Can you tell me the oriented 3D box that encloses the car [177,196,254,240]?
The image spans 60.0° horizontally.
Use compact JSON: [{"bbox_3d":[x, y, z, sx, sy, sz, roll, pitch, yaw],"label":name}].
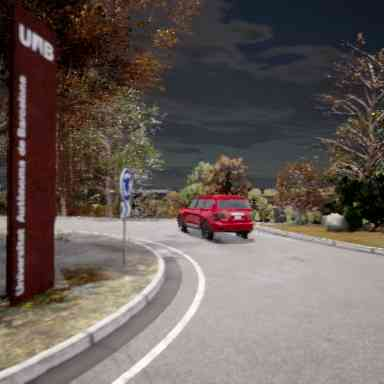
[{"bbox_3d":[1.030,1.202,17.146,2.150,2.045,5.566,0,0,-22],"label":"car"}]
